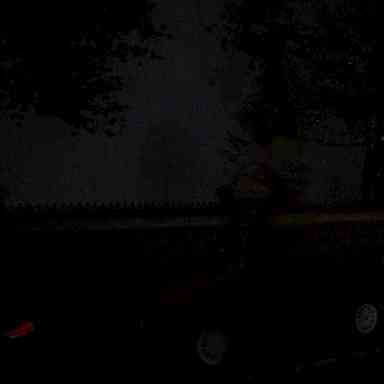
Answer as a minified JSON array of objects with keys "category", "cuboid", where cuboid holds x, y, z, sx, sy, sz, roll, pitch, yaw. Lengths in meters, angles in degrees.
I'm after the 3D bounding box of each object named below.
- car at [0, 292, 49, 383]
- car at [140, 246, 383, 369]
[{"category":"car","cuboid":[-3.884,1.740,3.704,4.206,1.307,1.802,0,-2,-22]},{"category":"car","cuboid":[1.354,1.719,5.769,4.507,1.381,1.887,0,-2,-22]}]
